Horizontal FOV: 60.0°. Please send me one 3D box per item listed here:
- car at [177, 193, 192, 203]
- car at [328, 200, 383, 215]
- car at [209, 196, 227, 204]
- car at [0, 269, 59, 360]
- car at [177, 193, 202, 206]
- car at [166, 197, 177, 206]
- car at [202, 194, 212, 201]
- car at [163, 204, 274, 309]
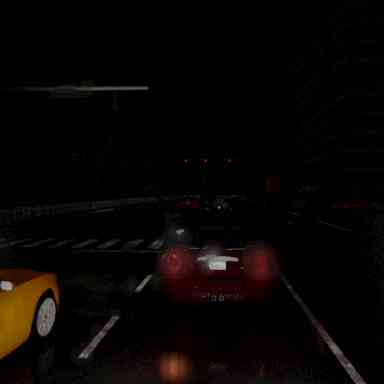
[{"bbox_3d":[-1.423,1.197,68.276,2.150,2.045,5.566,0,0,9],"label":"car"},{"bbox_3d":[16.342,1.520,33.425,5.008,1.535,1.882,0,0,5],"label":"car"},{"bbox_3d":[3.364,1.526,40.980,1.812,1.442,4.674,0,0,5],"label":"car"},{"bbox_3d":[-3.262,1.476,3.519,1.882,1.535,5.008,0,0,5],"label":"car"},{"bbox_3d":[-0.233,1.349,39.946,2.097,1.767,4.553,0,0,5],"label":"car"},{"bbox_3d":[-2.871,1.506,52.834,1.812,1.442,4.674,0,0,5],"label":"car"},{"bbox_3d":[3.748,1.324,83.217,2.097,1.767,4.553,0,0,27],"label":"car"},{"bbox_3d":[0.656,1.349,8.121,2.097,1.767,4.553,0,0,5],"label":"car"}]
